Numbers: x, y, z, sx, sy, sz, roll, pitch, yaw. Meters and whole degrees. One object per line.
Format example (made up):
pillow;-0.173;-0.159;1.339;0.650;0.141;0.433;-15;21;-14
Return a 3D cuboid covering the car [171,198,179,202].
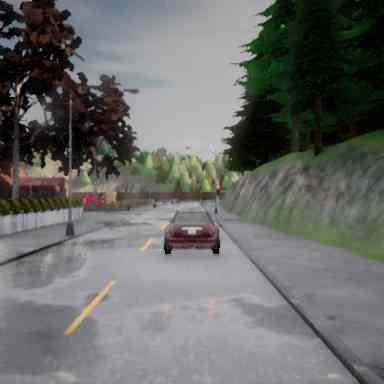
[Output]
car;-4.004;2.252;79.044;2.128;1.511;4.902;0;-1;0

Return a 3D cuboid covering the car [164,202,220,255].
car;0.001;1.481;14.081;2.097;1.767;4.553;0;-1;0
